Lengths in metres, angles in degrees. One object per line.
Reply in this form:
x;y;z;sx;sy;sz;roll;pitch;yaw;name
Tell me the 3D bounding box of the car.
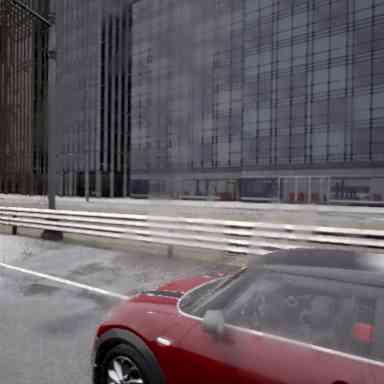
1.091;1.349;3.216;4.553;1.767;2.097;0;0;36;car
